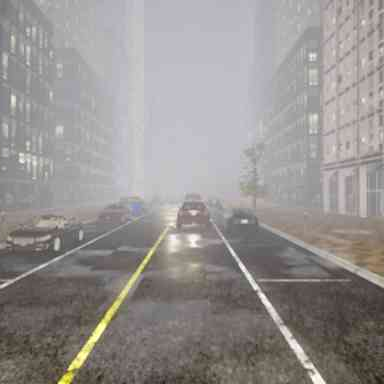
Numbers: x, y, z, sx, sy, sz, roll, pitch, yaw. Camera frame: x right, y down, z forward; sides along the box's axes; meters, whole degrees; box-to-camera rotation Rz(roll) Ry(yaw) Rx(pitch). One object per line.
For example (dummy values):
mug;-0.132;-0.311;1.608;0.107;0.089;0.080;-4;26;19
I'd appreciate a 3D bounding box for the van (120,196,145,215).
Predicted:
van;-5.688;1.292;30.466;1.690;1.788;3.998;0;0;0

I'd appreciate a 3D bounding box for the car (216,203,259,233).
car;2.692;1.536;19.069;1.947;1.339;4.313;0;0;0

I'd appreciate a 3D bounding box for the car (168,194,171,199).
car;-5.691;1.449;64.619;1.947;1.339;4.313;0;0;0

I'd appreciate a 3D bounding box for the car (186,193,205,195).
car;0.094;1.156;40.112;2.150;2.045;5.566;0;0;0

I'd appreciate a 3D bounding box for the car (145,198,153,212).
car;-5.689;1.523;36.158;1.802;1.307;4.206;0;0;0

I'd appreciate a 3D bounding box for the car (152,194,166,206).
car;-5.689;1.347;53.234;1.967;1.590;4.097;0;0;0

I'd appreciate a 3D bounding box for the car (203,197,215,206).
car;2.690;1.488;53.220;1.802;1.307;4.206;0;0;0

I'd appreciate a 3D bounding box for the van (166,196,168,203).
van;-5.689;1.236;58.926;1.690;1.788;3.998;0;0;0

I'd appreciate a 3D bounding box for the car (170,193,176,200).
car;-5.691;1.359;87.217;1.752;1.417;4.829;0;0;0

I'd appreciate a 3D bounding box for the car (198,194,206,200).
car;2.690;1.273;87.371;1.967;1.590;4.097;0;0;0

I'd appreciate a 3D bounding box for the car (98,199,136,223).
car;-5.689;1.506;24.773;1.887;1.381;4.507;0;0;0

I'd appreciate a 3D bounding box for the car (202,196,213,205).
car;2.690;1.419;59.082;1.752;1.417;4.829;0;0;0

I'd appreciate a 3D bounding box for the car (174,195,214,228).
car;0.099;1.318;22.136;2.097;1.767;4.553;0;0;0

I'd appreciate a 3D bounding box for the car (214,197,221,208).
car;2.692;1.369;41.836;1.967;1.590;4.097;0;0;0

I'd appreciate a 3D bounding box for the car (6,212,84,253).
car;-5.688;1.531;13.389;2.008;1.369;4.403;0;0;0
